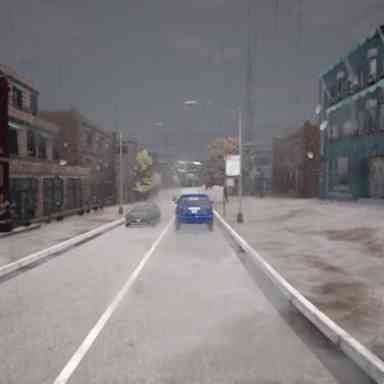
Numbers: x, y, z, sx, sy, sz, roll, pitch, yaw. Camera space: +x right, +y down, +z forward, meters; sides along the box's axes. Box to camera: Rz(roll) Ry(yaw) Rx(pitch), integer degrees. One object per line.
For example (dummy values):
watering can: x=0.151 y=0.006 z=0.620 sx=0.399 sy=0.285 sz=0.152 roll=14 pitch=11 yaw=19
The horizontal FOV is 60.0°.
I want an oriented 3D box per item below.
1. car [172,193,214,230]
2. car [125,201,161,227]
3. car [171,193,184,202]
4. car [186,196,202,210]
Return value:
car: x=0.136 y=1.112 z=20.368 sx=2.150 sy=2.045 sz=5.566 roll=0 pitch=1 yaw=0
car: x=-3.088 y=1.384 z=21.687 sx=1.837 sy=1.490 sz=4.892 roll=0 pitch=0 yaw=0
car: x=-2.728 y=1.001 z=63.584 sx=2.128 sy=1.511 sz=4.902 roll=0 pitch=1 yaw=1
car: x=0.231 y=1.253 z=38.749 sx=1.812 sy=1.442 sz=4.674 roll=0 pitch=0 yaw=0
